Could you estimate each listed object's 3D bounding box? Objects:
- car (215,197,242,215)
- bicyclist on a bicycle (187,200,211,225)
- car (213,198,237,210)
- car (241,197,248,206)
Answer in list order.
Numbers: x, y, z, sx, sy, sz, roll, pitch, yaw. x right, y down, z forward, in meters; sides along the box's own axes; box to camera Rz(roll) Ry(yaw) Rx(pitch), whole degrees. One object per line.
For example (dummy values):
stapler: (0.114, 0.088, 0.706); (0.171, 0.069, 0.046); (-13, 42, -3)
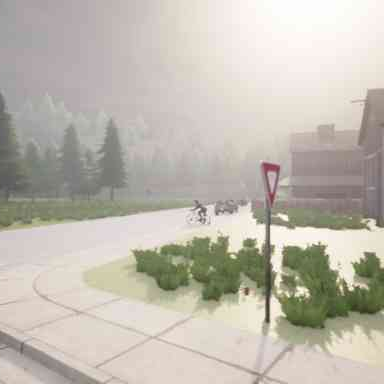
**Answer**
car: (3.490, 1.483, 33.779); (1.816, 1.474, 4.193); (-6, -1, 17)
bicyclist on a bicycle: (0.422, 1.343, 21.664); (1.656, 1.620, 0.582); (0, 0, 19)
car: (4.642, 1.555, 45.903); (2.033, 1.411, 5.357); (0, 0, 20)
car: (8.011, 1.545, 55.661); (2.033, 1.411, 5.357); (0, 0, 19)
